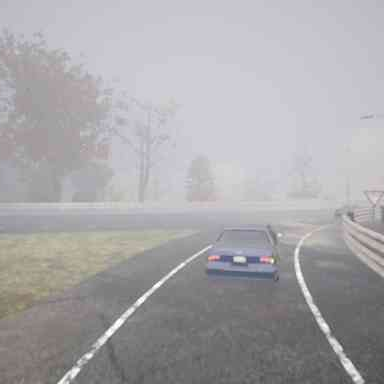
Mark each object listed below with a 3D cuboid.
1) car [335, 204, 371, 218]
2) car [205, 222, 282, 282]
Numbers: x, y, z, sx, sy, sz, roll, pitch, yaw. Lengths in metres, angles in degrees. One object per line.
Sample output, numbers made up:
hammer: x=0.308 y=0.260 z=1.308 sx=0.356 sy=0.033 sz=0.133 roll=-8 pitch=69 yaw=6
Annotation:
car: x=15.517 y=1.796 z=31.974 sx=4.181 sy=1.385 sz=1.994 roll=0 pitch=-1 yaw=-40
car: x=1.701 y=1.614 z=10.101 sx=2.033 sy=1.411 sz=5.357 roll=0 pitch=0 yaw=14
